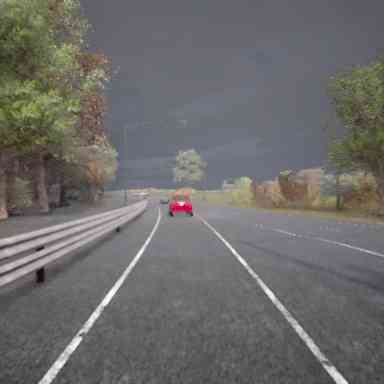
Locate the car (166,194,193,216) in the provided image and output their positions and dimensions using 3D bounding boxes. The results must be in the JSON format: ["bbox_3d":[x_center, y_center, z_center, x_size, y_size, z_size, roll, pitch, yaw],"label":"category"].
[{"bbox_3d":[-1.201,1.236,32.710,2.150,2.045,5.566,0,0,-6],"label":"car"}]

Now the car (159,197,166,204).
[{"bbox_3d":[-5.067,1.535,62.002,1.994,1.385,4.181,0,0,-10],"label":"car"}]
